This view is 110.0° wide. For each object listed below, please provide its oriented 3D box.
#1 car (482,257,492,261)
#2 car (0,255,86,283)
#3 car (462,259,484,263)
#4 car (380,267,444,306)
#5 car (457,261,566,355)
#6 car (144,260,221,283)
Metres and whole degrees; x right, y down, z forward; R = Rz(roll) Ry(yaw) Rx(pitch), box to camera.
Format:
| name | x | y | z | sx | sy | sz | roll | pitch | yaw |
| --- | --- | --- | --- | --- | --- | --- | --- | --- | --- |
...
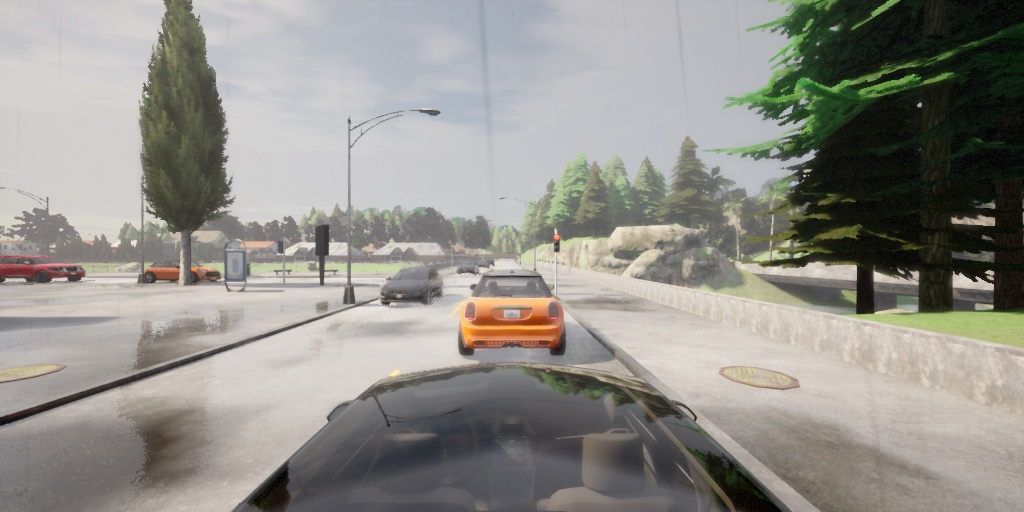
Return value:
| name | x | y | z | sx | sy | sz | roll | pitch | yaw |
| --- | --- | --- | --- | --- | --- | --- | --- | --- | --- |
| car | -4.572 | 1.314 | 56.006 | 1.994 | 1.385 | 4.181 | 0 | 0 | 0 |
| car | -35.700 | 0.973 | 26.899 | 5.566 | 2.045 | 2.150 | 0 | 0 | 0 |
| car | -4.579 | 1.255 | 38.428 | 1.837 | 1.490 | 4.892 | 0 | 0 | 4 |
| car | -4.224 | 1.255 | 15.811 | 1.837 | 1.490 | 4.892 | 0 | 0 | -1 |
| car | -0.001 | 1.102 | 8.818 | 2.097 | 1.767 | 4.553 | 0 | 0 | 0 |
| car | -24.709 | 1.102 | 27.003 | 4.553 | 1.767 | 2.097 | 0 | 0 | -1 |
